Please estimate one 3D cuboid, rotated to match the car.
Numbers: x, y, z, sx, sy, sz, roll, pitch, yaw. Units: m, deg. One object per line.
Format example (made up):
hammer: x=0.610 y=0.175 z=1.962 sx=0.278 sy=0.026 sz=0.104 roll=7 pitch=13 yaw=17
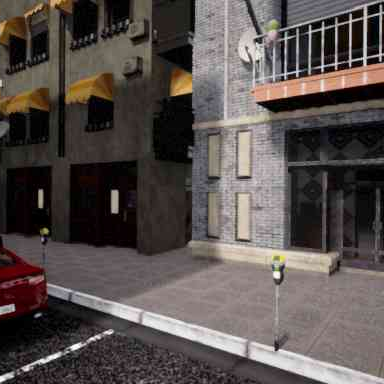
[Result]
car: x=-4.460 y=1.543 z=6.051 sx=4.507 sy=1.381 sz=1.887 roll=0 pitch=1 yaw=36
